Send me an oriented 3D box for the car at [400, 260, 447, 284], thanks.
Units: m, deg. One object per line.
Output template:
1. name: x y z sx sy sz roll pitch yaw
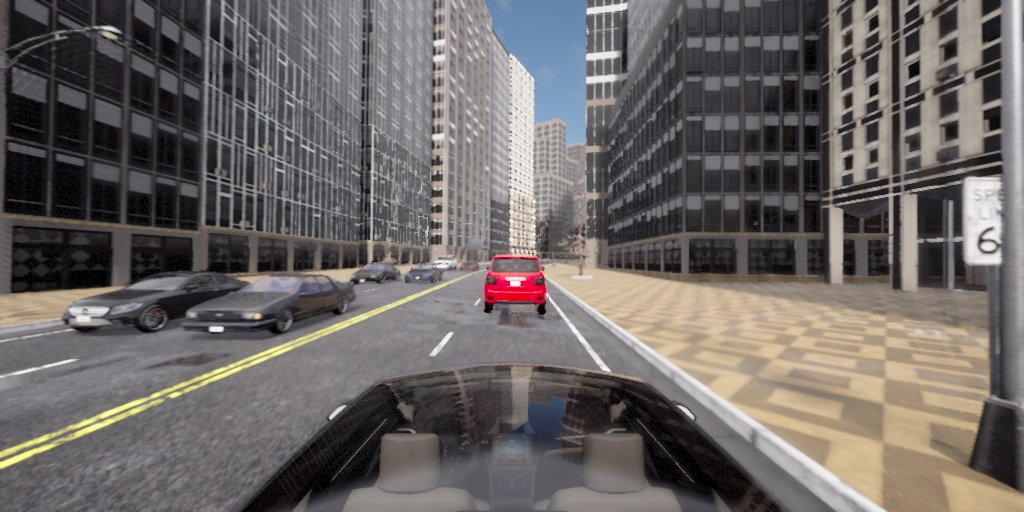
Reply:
1. car: -6.293 1.248 25.975 1.994 1.385 4.181 1 0 1

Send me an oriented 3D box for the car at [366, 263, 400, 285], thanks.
1. car: -9.550 1.202 25.640 2.033 1.411 5.357 1 0 1

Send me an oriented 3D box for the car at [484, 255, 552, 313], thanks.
1. car: 0.138 0.975 14.155 2.150 2.045 5.566 1 0 1

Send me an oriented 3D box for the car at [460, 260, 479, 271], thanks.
1. car: -5.529 1.259 47.307 1.994 1.385 4.181 0 0 4

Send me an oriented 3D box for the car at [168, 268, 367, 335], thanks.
1. car: -6.513 1.236 10.612 2.033 1.411 5.357 1 0 1

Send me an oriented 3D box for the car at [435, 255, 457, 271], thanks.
1. car: -8.770 0.947 47.516 2.150 2.045 5.566 0 0 4

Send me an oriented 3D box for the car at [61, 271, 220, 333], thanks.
1. car: -9.762 1.184 10.523 1.812 1.442 4.674 1 0 1
